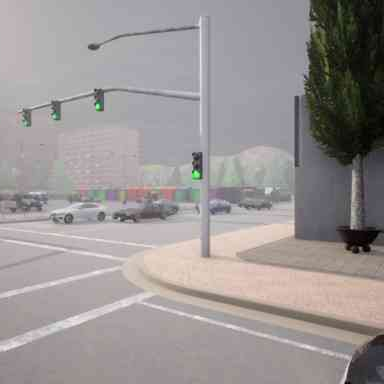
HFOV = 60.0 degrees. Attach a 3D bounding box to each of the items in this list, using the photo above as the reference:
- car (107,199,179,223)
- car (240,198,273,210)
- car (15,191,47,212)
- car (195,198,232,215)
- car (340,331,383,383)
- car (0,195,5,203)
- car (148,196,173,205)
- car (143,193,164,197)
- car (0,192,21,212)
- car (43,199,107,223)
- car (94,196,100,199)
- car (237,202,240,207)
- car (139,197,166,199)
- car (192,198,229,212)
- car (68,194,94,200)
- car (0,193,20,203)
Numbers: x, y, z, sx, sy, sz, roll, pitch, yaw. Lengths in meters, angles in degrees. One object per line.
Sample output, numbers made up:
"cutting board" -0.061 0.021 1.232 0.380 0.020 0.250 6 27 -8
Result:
"car" -3.707 1.547 26.283 2.033 1.411 5.357 0 0 36
"car" 8.730 1.547 42.988 2.033 1.411 5.357 0 0 37
"car" -18.205 1.156 36.471 3.866 1.878 1.905 0 0 35
"car" 2.436 1.526 34.547 1.812 1.442 4.674 0 0 37
"car" 3.358 1.492 1.570 4.902 1.511 2.128 0 0 36
"car" -38.254 1.364 64.542 3.905 1.438 1.784 0 0 35
"car" -5.239 1.395 54.882 3.806 1.475 1.970 0 0 35
"car" -6.918 1.156 52.523 3.866 1.878 1.905 0 0 35
"car" -19.919 1.153 34.138 4.605 1.855 1.932 0 0 35
"car" -8.546 1.526 25.547 1.812 1.442 4.674 0 0 38
"car" -19.519 1.364 64.940 3.905 1.438 1.784 0 0 35
"car" 8.652 1.547 48.696 2.033 1.411 5.357 0 0 37
"car" -3.160 1.526 32.890 1.812 1.442 4.674 0 0 37
"car" 2.316 1.491 40.252 2.128 1.511 4.902 0 0 37
"car" -21.242 1.153 62.611 4.605 1.855 1.932 0 0 35
"car" -36.747 1.153 66.763 4.605 1.855 1.932 0 0 35
